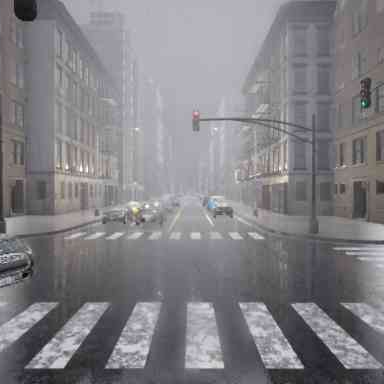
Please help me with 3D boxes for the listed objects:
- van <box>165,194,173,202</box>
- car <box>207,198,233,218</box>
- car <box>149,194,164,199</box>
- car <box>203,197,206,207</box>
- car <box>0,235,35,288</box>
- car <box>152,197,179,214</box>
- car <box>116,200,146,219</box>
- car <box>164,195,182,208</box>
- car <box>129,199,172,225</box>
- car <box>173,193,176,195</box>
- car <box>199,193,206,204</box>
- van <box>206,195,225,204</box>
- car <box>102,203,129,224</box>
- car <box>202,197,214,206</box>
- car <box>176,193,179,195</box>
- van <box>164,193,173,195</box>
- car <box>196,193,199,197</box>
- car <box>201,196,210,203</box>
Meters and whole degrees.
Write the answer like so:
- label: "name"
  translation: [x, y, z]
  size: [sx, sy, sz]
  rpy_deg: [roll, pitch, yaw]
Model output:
- label: "van"
  translation: [-5.357, 1.336, 78.506]
  size: [1.690, 1.788, 3.998]
  rpy_deg: [0, 0, 0]
- label: "car"
  translation: [2.671, 1.548, 29.842]
  size: [2.008, 1.369, 4.403]
  rpy_deg: [0, 0, 0]
- label: "car"
  translation: [-5.361, 1.436, 46.069]
  size: [1.967, 1.590, 4.097]
  rpy_deg: [0, 0, 0]
- label: "car"
  translation: [2.685, 1.578, 40.655]
  size: [1.802, 1.307, 4.206]
  rpy_deg: [0, 0, 0]
- label: "car"
  translation: [-6.094, 1.330, 8.108]
  size: [4.553, 1.767, 2.097]
  rpy_deg: [1, 1, 23]
- label: "car"
  translation: [-2.808, 1.544, 35.012]
  size: [2.033, 1.411, 5.357]
  rpy_deg: [0, 0, 0]
- label: "car"
  translation: [-5.364, 1.523, 29.680]
  size: [1.752, 1.417, 4.829]
  rpy_deg: [0, 0, 0]
- label: "car"
  translation: [-2.779, 1.560, 48.539]
  size: [1.994, 1.385, 4.181]
  rpy_deg: [0, 0, 0]
- label: "car"
  translation: [-2.823, 1.490, 23.809]
  size: [2.128, 1.511, 4.902]
  rpy_deg: [0, 0, 0]
- label: "car"
  translation: [-5.358, 1.310, 73.099]
  size: [2.192, 1.841, 5.009]
  rpy_deg: [0, 0, 0]
- label: "car"
  translation: [2.699, 1.311, 51.467]
  size: [2.192, 1.841, 5.009]
  rpy_deg: [0, 0, 0]
- label: "van"
  translation: [2.678, 1.338, 35.249]
  size: [1.690, 1.788, 3.998]
  rpy_deg: [0, 0, 0]
- label: "car"
  translation: [-5.364, 1.549, 24.444]
  size: [2.008, 1.369, 4.403]
  rpy_deg: [0, 0, 0]
- label: "car"
  translation: [2.706, 1.562, 56.874]
  size: [1.947, 1.339, 4.313]
  rpy_deg: [0, 0, 0]
- label: "car"
  translation: [-5.356, 1.545, 89.318]
  size: [2.008, 1.369, 4.403]
  rpy_deg: [0, 0, 0]
- label: "van"
  translation: [-5.358, 1.337, 67.693]
  size: [1.690, 1.788, 3.998]
  rpy_deg: [0, 0, 0]
- label: "car"
  translation: [2.742, 1.539, 83.905]
  size: [1.887, 1.381, 4.507]
  rpy_deg: [0, 0, 0]
- label: "car"
  translation: [2.721, 1.521, 67.855]
  size: [1.752, 1.417, 4.829]
  rpy_deg: [0, 0, 0]
